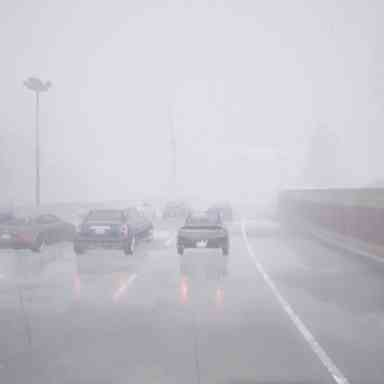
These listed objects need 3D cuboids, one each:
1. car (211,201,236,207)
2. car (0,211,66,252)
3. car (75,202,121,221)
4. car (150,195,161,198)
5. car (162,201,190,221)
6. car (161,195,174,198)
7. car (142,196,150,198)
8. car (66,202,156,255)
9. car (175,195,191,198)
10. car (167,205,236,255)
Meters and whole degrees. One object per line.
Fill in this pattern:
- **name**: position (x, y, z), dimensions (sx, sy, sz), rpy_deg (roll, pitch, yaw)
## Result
- **car**: position (2.402, 1.482, 26.481), dimensions (1.882, 1.535, 5.008), rpy_deg (0, 0, 11)
- **car**: position (-6.445, 1.569, 13.850), dimensions (1.994, 1.385, 4.181), rpy_deg (0, 0, 5)
- **car**: position (-7.901, 1.614, 28.509), dimensions (1.895, 1.301, 4.718), rpy_deg (0, 0, 11)
- **car**: position (-7.393, 1.516, 79.830), dimensions (1.994, 1.385, 4.181), rpy_deg (0, 0, 28)
- **car**: position (-1.034, 1.492, 27.147), dimensions (2.128, 1.511, 4.902), rpy_deg (0, 0, 11)
- **car**: position (-4.384, 1.493, 78.042), dimensions (2.128, 1.511, 4.902), rpy_deg (0, 0, 28)
- **car**: position (-10.416, 1.555, 81.592), dimensions (1.895, 1.301, 4.718), rpy_deg (0, 0, 28)
- **car**: position (-2.962, 1.363, 13.507), dimensions (2.097, 1.767, 4.553), rpy_deg (0, 0, 5)
- **car**: position (-1.375, 1.511, 76.254), dimensions (2.033, 1.411, 5.357), rpy_deg (0, 0, 28)
- **car**: position (0.527, 1.492, 13.224), dimensions (2.128, 1.511, 4.902), rpy_deg (0, 0, 5)
